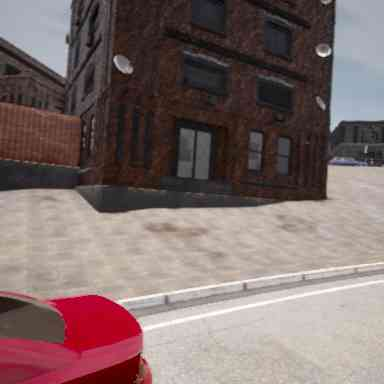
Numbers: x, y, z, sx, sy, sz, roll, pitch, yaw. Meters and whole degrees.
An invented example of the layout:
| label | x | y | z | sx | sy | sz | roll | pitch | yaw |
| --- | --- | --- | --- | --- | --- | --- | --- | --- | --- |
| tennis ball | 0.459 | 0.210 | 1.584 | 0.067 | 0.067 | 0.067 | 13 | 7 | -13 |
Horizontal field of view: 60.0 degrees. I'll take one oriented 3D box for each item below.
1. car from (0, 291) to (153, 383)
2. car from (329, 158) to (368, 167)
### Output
| label | x | y | z | sx | sy | sz | roll | pitch | yaw |
| --- | --- | --- | --- | --- | --- | --- | --- | --- | --- |
| car | -2.658 | 1.444 | 1.853 | 5.008 | 1.535 | 1.882 | 0 | 0 | -35 |
| car | 19.551 | -3.459 | 41.701 | 4.553 | 1.767 | 2.185 | 3 | -2 | 13 |
